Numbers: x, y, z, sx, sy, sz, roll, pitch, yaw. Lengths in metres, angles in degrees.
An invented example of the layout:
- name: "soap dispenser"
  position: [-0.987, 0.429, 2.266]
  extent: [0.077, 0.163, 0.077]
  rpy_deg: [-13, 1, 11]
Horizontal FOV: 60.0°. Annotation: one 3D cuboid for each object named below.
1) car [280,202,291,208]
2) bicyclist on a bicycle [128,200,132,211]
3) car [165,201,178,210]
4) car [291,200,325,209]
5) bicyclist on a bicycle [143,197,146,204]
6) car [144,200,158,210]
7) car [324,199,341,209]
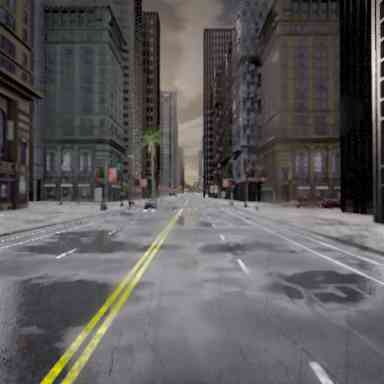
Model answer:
- name: "car"
  position: [20.611, 2.492, 68.314]
  extent: [4.829, 1.417, 1.752]
  rpy_deg: [1, -1, 0]
- name: "bicyclist on a bicycle"
  position: [-8.895, 1.921, 47.556]
  extent: [0.582, 1.620, 1.656]
  rpy_deg: [1, 0, 0]
- name: "car"
  position: [-3.235, 2.122, 53.529]
  extent: [1.895, 1.301, 4.718]
  rpy_deg: [0, -1, 0]
- name: "car"
  position: [20.748, 2.409, 59.786]
  extent: [4.507, 1.381, 1.887]
  rpy_deg: [1, -2, 0]
- name: "bicyclist on a bicycle"
  position: [-10.941, 2.031, 76.826]
  extent: [0.866, 1.612, 1.509]
  rpy_deg: [14, -2, -2]
- name: "car"
  position: [-6.485, 2.072, 53.567]
  extent: [2.033, 1.411, 5.357]
  rpy_deg: [0, -1, 0]
- name: "car"
  position: [25.839, 2.248, 59.773]
  extent: [5.009, 1.841, 2.192]
  rpy_deg: [1, -2, 0]
